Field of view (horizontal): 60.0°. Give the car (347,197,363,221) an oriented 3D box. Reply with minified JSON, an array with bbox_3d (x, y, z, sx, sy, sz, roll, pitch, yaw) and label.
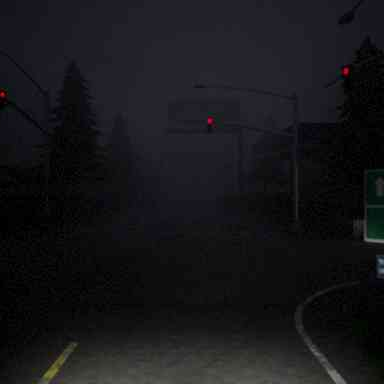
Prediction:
[{"bbox_3d":[14.365,1.504,25.313,3.866,1.878,1.905,0,0,0],"label":"car"}]

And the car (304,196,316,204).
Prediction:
[{"bbox_3d":[22.496,1.552,64.380,1.970,1.475,3.806,0,0,0],"label":"car"}]

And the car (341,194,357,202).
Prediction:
[{"bbox_3d":[34.899,1.489,72.173,2.007,1.523,4.514,0,0,0],"label":"car"}]
